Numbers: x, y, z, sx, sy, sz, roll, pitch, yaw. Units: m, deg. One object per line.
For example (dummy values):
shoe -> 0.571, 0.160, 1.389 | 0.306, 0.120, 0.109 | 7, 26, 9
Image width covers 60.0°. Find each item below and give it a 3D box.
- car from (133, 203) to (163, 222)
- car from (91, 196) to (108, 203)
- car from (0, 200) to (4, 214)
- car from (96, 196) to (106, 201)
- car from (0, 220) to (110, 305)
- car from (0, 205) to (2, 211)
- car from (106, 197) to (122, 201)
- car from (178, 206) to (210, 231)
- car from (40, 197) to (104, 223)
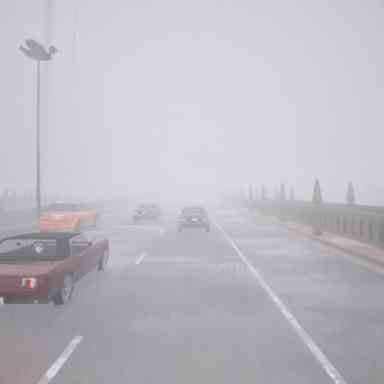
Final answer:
car -> -3.384, 1.548, 26.044 | 2.033, 1.411, 5.357 | 0, 0, 0
car -> -20.391, 1.543, 73.331 | 2.033, 1.411, 5.357 | 0, 0, 2
car -> -21.070, 1.565, 33.461 | 1.994, 1.385, 4.181 | 0, 0, 0
car -> -17.214, 1.563, 62.887 | 1.994, 1.385, 4.181 | 0, 0, 2
car -> -3.395, 1.601, 8.005 | 1.895, 1.301, 4.718 | 0, 0, 0
car -> -14.087, 1.222, 20.162 | 2.150, 2.045, 5.566 | 0, 0, 0
car -> -13.766, 1.565, 61.188 | 1.994, 1.385, 4.181 | 0, 0, 2
car -> 0.113, 1.548, 20.452 | 2.033, 1.411, 5.357 | 0, 0, 0
car -> -6.888, 1.353, 19.203 | 2.097, 1.767, 4.553 | 0, 0, 0
